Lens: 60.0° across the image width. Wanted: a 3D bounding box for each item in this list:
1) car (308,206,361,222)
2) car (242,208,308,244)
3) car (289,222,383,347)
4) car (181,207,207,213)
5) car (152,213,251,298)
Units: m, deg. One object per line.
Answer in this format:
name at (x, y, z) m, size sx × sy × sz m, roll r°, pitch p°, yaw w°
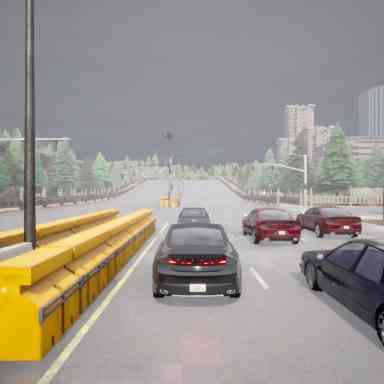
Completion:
car at (7.091, 1.478, 17.758) m, size 1.882 × 1.535 × 5.008 m, roll 0°, pitch 0°, yaw 0°
car at (3.593, 1.478, 15.770) m, size 1.882 × 1.535 × 5.008 m, roll 0°, pitch 0°, yaw 0°
car at (3.592, 1.548, 5.890) m, size 2.033 × 1.411 × 5.357 m, roll 0°, pitch 0°, yaw 0°
car at (0.091, 1.547, 18.232) m, size 2.033 × 1.411 × 5.357 m, roll 0°, pitch 0°, yaw 0°
car at (0.099, 1.505, 8.501) m, size 1.837 × 1.490 × 4.892 m, roll 0°, pitch 0°, yaw 0°
